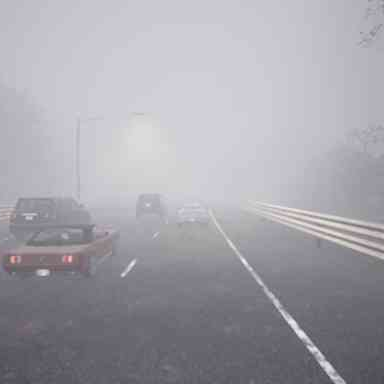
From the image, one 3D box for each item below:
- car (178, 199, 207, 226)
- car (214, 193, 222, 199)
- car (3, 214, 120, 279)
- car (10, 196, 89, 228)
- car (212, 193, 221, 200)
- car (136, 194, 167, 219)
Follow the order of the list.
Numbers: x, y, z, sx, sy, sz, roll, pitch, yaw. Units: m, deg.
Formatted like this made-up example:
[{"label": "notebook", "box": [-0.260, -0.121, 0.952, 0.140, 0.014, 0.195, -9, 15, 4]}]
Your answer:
[{"label": "car", "box": [0.030, 1.447, 22.367, 1.812, 1.442, 4.674, 0, 0, 0]}, {"label": "car", "box": [6.899, 1.098, 89.333, 2.128, 1.511, 4.902, 0, 0, 5]}, {"label": "car", "box": [-3.485, 1.586, 9.976, 1.895, 1.301, 4.718, 0, 0, 0]}, {"label": "car", "box": [-7.003, 1.205, 17.010, 2.150, 2.045, 5.566, 0, 0, 0]}, {"label": "car", "box": [5.833, 1.127, 77.939, 1.812, 1.442, 4.674, 0, 0, 6]}, {"label": "car", "box": [-3.392, 1.146, 28.494, 2.150, 2.045, 5.566, 0, 0, 1]}]
